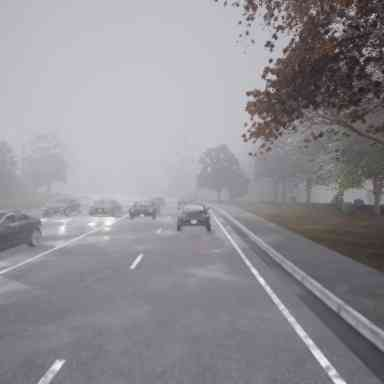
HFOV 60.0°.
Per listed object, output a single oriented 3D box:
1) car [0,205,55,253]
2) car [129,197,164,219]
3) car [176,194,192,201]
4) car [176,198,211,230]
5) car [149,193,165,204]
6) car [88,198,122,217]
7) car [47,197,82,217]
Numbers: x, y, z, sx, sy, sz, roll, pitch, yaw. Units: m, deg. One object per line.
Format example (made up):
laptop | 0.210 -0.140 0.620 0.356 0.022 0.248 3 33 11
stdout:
car | -7.023 1.432 11.675 2.128 1.511 4.902 0 1 1
car | -3.491 1.301 25.456 1.895 1.301 4.718 0 1 0
car | -0.932 0.992 42.349 1.994 1.385 4.181 0 1 -7
car | 0.097 1.331 19.548 1.812 1.442 4.674 0 1 0
car | -4.599 0.917 43.181 1.812 1.442 4.674 0 1 -8
car | -7.070 1.226 27.490 1.994 1.385 4.181 0 1 0
car | -10.567 1.168 27.429 1.837 1.490 4.892 0 1 0
